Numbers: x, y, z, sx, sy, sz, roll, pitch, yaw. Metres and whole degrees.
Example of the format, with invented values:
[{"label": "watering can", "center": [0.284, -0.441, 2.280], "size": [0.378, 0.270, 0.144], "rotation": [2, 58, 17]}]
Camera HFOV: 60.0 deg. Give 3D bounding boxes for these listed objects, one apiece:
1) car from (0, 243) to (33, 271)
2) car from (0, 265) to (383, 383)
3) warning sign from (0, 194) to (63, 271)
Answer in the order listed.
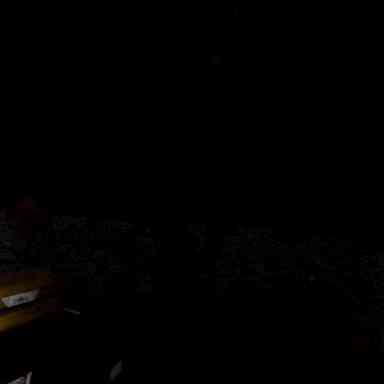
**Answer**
[{"label": "car", "center": [-4.267, 1.424, 6.004], "size": [4.829, 1.417, 1.752], "rotation": [1, 1, 35]}, {"label": "car", "center": [0.431, 1.529, 2.653], "size": [4.507, 1.381, 1.887], "rotation": [1, 1, 35]}, {"label": "warning sign", "center": [-4.371, 0.988, 8.916], "size": [1.060, 1.860, 1.300], "rotation": [1, 1, 35]}]
